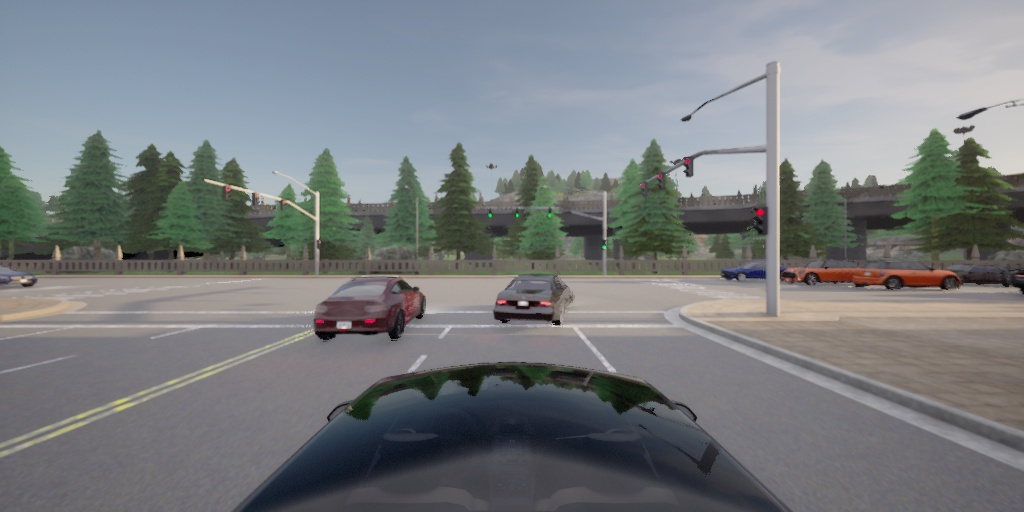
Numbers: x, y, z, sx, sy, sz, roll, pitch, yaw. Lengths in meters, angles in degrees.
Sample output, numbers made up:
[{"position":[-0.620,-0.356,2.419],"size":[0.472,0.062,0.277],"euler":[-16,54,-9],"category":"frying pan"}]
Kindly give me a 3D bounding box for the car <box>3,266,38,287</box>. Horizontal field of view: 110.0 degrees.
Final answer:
[{"position":[-31.523,1.218,21.434],"size":[4.674,1.442,1.812],"euler":[0,0,0],"category":"car"}]

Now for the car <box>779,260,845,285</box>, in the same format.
[{"position":[21.000,1.045,24.349],"size":[4.553,1.767,2.097],"euler":[0,0,2],"category":"car"}]

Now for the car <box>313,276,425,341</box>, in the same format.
[{"position":[-3.631,1.274,9.787],"size":[1.812,1.442,4.674],"euler":[0,0,-3],"category":"car"}]

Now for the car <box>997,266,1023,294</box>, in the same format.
[{"position":[27.170,1.185,17.059],"size":[4.902,1.511,2.128],"euler":[0,0,2],"category":"car"}]

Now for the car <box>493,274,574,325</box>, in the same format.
[{"position":[0.898,1.292,11.887],"size":[2.033,1.411,5.357],"euler":[0,0,14],"category":"car"}]

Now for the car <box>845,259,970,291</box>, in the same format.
[{"position":[22.680,1.045,20.709],"size":[4.553,1.767,2.097],"euler":[0,0,1],"category":"car"}]

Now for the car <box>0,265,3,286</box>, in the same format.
[{"position":[-29.003,1.256,17.887],"size":[4.181,1.385,1.994],"euler":[0,0,1],"category":"car"}]

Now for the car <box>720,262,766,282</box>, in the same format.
[{"position":[18.960,1.170,27.907],"size":[5.008,1.535,1.882],"euler":[0,0,1],"category":"car"}]

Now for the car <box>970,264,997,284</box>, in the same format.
[{"position":[30.603,1.241,23.894],"size":[5.357,1.411,2.033],"euler":[0,0,6],"category":"car"}]
